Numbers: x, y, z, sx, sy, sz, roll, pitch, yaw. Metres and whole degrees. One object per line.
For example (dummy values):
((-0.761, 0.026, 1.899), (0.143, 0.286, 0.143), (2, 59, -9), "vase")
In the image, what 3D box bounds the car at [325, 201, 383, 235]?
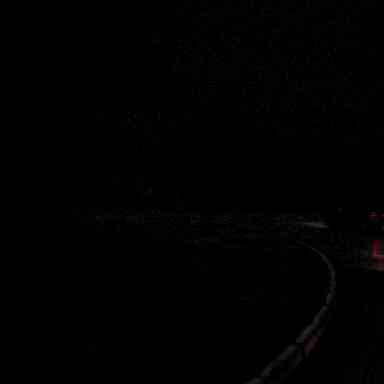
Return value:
((9.714, 1.350, 19.225), (2.097, 1.767, 4.553), (0, 0, -11), "car")
